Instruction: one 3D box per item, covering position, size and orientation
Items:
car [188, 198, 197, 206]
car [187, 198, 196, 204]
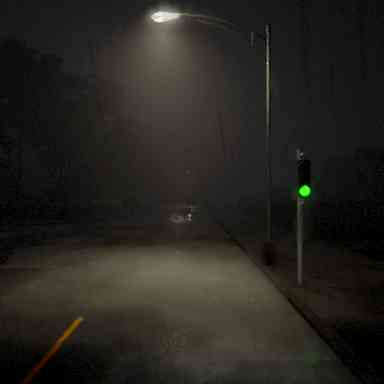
[{"bbox_3d":[0.079,1.962,67.179,1.837,1.490,4.892,0,-1,0],"label":"car"},{"bbox_3d":[-0.025,2.068,77.522,2.033,1.411,5.357,0,0,0],"label":"car"}]
